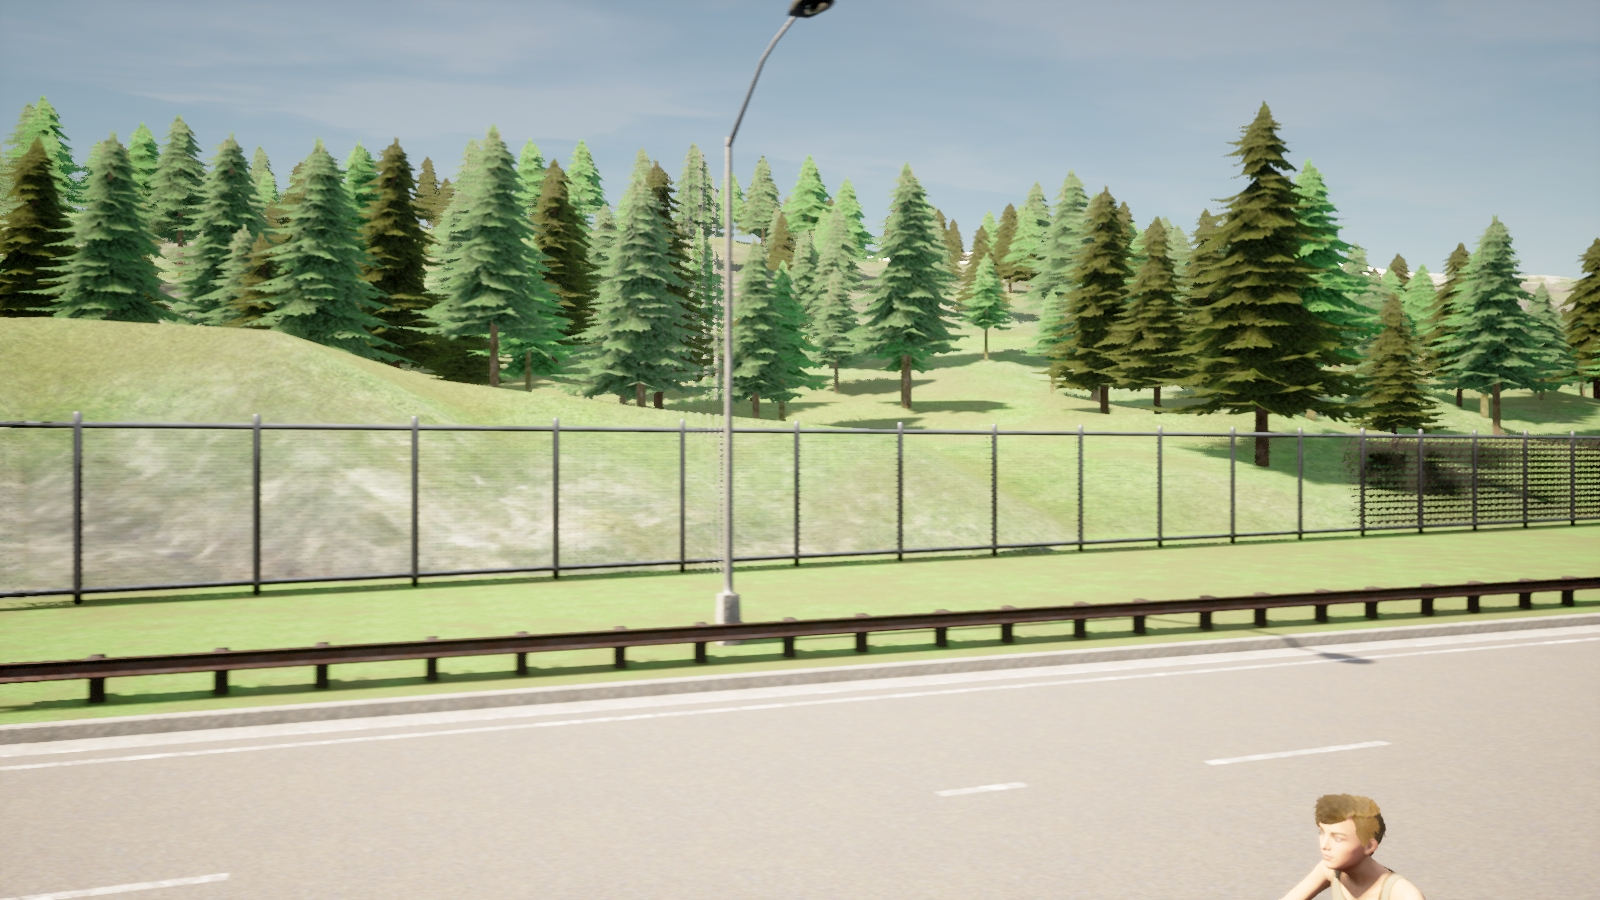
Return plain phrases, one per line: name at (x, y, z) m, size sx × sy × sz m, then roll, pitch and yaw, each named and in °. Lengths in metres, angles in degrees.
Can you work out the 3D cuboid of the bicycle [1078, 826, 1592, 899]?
bicycle at (1.845, 2.158, 3.960) m, size 1.487 × 1.277 × 0.859 m, roll 0°, pitch 0°, yaw -20°
